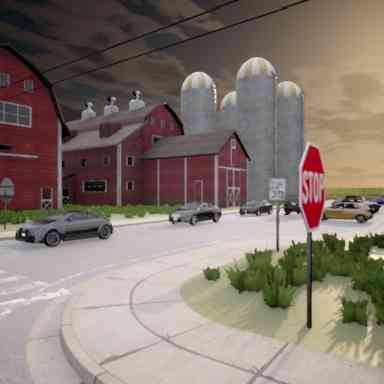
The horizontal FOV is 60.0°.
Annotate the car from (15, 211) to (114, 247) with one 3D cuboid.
[{"bbox_3d":[-5.652,1.559,15.135,1.994,1.385,4.181,0,0,38],"label":"car"}]

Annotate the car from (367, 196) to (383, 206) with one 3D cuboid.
[{"bbox_3d":[32.442,1.478,56.440,4.611,1.667,2.242,0,0,35],"label":"car"}]

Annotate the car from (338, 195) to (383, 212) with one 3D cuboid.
[{"bbox_3d":[18.593,1.311,36.588,3.866,1.878,1.905,0,0,35],"label":"car"}]

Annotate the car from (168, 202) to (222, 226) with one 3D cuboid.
[{"bbox_3d":[0.318,1.486,23.594,2.128,1.511,4.902,0,0,35],"label":"car"}]

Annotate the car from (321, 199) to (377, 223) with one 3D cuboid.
[{"bbox_3d":[11.345,1.504,25.205,4.193,1.474,1.816,0,0,35],"label":"car"}]

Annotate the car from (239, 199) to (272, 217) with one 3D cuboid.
[{"bbox_3d":[6.230,1.499,32.166,1.837,1.490,4.892,0,0,35],"label":"car"}]

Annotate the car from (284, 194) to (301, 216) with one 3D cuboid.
[{"bbox_3d":[10.703,1.218,32.149,2.150,2.045,5.566,0,0,35],"label":"car"}]
